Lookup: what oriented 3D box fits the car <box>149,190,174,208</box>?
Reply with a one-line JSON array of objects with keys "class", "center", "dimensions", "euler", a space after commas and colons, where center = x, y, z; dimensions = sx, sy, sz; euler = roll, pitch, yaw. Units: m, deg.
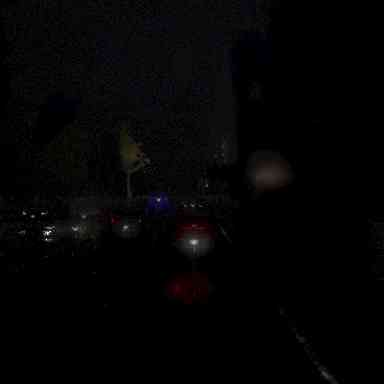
[{"class": "car", "center": [-3.140, 0.827, 34.275], "dimensions": [2.150, 2.045, 5.566], "euler": [0, 1, 0]}]

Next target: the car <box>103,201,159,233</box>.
[{"class": "car", "center": [-3.146, 1.385, 18.169], "dimensions": [1.895, 1.301, 4.718], "euler": [0, 1, 0]}]

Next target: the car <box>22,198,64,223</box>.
[{"class": "car", "center": [-9.844, 1.235, 22.968], "dimensions": [1.837, 1.490, 4.892], "euler": [0, 1, 0]}]

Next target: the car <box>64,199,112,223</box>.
[{"class": "car", "center": [-6.592, 1.224, 22.721], "dimensions": [2.128, 1.511, 4.902], "euler": [0, 1, 0]}]

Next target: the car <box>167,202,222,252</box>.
[{"class": "car", "center": [0.098, 1.347, 13.033], "dimensions": [1.837, 1.490, 4.892], "euler": [0, 1, 0]}]

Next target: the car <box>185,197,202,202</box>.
[{"class": "car", "center": [0.107, 1.198, 30.123], "dimensions": [2.033, 1.411, 5.357], "euler": [0, 1, 0]}]
